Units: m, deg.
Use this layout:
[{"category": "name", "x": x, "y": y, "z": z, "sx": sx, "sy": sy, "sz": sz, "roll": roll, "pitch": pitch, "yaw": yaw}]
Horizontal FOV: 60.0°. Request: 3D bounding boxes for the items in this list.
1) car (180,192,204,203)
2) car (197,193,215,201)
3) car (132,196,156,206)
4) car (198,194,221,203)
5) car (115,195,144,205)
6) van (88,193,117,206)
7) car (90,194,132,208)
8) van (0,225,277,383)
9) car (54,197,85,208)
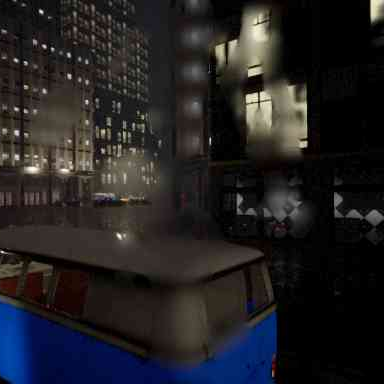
[{"category": "car", "x": -0.115, "y": 0.909, "z": 54.702, "sx": 2.192, "sy": 1.841, "sz": 5.009, "roll": 0, "pitch": 0, "yaw": 36}, {"category": "car", "x": 3.104, "y": 1.016, "z": 73.278, "sx": 1.967, "sy": 1.590, "sz": 4.097, "roll": 0, "pitch": 0, "yaw": 36}, {"category": "car", "x": -6.776, "y": 1.230, "z": 45.606, "sx": 2.008, "sy": 1.369, "sz": 4.403, "roll": 0, "pitch": 0, "yaw": 36}, {"category": "car", "x": 3.218, "y": 1.101, "z": 59.252, "sx": 2.008, "sy": 1.369, "sz": 4.403, "roll": 0, "pitch": 0, "yaw": 36}, {"category": "car", "x": -10.327, "y": 1.278, "z": 54.939, "sx": 1.752, "sy": 1.417, "sz": 4.829, "roll": 0, "pitch": 0, "yaw": 36}, {"category": "van", "x": -13.560, "y": 1.135, "z": 50.525, "sx": 1.690, "sy": 1.788, "sz": 3.998, "roll": 0, "pitch": 0, "yaw": 36}, {"category": "car", "x": -10.107, "y": 1.267, "z": 41.058, "sx": 1.887, "sy": 1.381, "sz": 4.507, "roll": 0, "pitch": 0, "yaw": 36}, {"category": "van", "x": -1.082, "y": 1.342, "z": 3.663, "sx": 3.998, "sy": 1.788, "sz": 1.690, "roll": 0, "pitch": -1, "yaw": 36}, {"category": "car", "x": -16.891, "y": 1.403, "z": 45.975, "sx": 1.947, "sy": 1.339, "sz": 4.313, "roll": 0, "pitch": 0, "yaw": 36}]
